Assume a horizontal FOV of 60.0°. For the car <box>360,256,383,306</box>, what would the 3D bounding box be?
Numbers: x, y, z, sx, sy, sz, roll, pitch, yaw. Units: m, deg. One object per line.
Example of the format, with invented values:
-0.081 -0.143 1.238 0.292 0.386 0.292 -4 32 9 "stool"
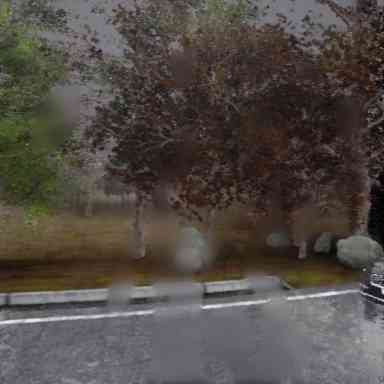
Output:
5.609 1.525 6.582 4.892 1.490 1.837 1 0 -21 "car"
